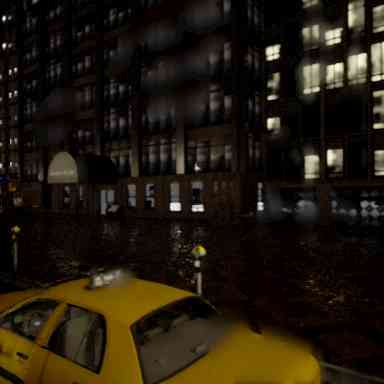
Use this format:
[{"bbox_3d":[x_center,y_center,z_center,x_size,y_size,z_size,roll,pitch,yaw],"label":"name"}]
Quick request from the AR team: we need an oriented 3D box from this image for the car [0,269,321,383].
[{"bbox_3d":[-1.120,1.541,3.682,4.829,1.417,1.752,0,0,36],"label":"car"}]
